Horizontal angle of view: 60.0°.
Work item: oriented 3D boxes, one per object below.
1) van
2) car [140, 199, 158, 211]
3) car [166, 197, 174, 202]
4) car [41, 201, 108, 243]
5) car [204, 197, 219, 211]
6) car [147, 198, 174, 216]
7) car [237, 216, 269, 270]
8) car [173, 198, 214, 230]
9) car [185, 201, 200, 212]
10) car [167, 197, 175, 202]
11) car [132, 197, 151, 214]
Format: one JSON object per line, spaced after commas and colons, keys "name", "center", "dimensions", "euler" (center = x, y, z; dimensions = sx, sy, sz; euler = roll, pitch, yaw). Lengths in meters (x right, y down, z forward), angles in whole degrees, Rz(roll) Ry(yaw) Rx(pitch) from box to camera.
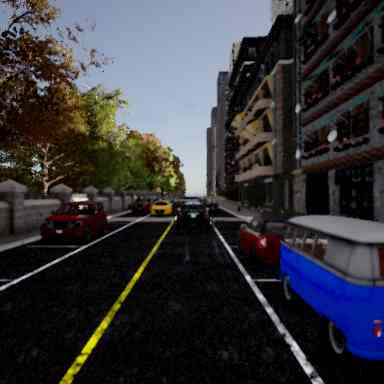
{"name": "van", "center": [2.691, 1.368, 5.719], "dimensions": [1.690, 1.788, 3.998], "euler": [0, 0, 0]}
{"name": "car", "center": [-5.715, 1.742, 44.311], "dimensions": [1.752, 1.417, 4.829], "euler": [0, 0, 0]}
{"name": "car", "center": [-5.820, 2.008, 88.788], "dimensions": [2.008, 1.369, 4.403], "euler": [0, 0, 0]}
{"name": "car", "center": [-5.697, 1.395, 16.789], "dimensions": [2.192, 1.841, 5.009], "euler": [0, 0, 0]}
{"name": "car", "center": [2.665, 1.768, 44.488], "dimensions": [2.008, 1.369, 4.403], "euler": [0, 0, 0]}
{"name": "car", "center": [-3.111, 1.644, 34.474], "dimensions": [1.882, 1.535, 5.008], "euler": [0, 0, 0]}
{"name": "car", "center": [2.687, 1.494, 11.258], "dimensions": [1.967, 1.590, 4.097], "euler": [0, 0, 0]}
{"name": "car", "center": [0.088, 1.457, 22.045], "dimensions": [2.097, 1.767, 4.553], "euler": [0, 0, 0]}
{"name": "car", "center": [0.074, 1.808, 42.474], "dimensions": [1.895, 1.301, 4.718], "euler": [0, 0, 0]}
{"name": "car", "center": [-5.875, 2.034, 94.328], "dimensions": [1.887, 1.381, 4.507], "euler": [0, 0, 0]}
{"name": "car", "center": [-5.710, 1.504, 38.943], "dimensions": [2.192, 1.841, 5.009], "euler": [0, 0, 0]}
